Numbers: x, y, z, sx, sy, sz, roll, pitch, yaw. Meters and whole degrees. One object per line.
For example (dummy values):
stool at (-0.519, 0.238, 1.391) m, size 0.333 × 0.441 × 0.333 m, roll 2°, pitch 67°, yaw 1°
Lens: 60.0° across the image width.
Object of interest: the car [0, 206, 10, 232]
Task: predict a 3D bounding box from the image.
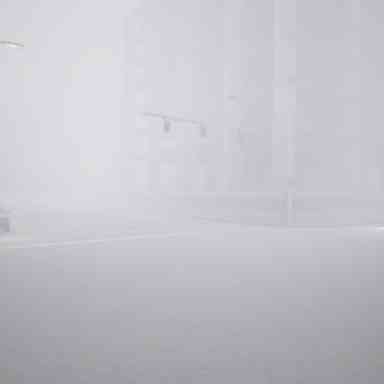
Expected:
car at (-12.044, 1.490, 19.690) m, size 1.882 × 1.535 × 5.008 m, roll 1°, pitch 0°, yaw -35°
